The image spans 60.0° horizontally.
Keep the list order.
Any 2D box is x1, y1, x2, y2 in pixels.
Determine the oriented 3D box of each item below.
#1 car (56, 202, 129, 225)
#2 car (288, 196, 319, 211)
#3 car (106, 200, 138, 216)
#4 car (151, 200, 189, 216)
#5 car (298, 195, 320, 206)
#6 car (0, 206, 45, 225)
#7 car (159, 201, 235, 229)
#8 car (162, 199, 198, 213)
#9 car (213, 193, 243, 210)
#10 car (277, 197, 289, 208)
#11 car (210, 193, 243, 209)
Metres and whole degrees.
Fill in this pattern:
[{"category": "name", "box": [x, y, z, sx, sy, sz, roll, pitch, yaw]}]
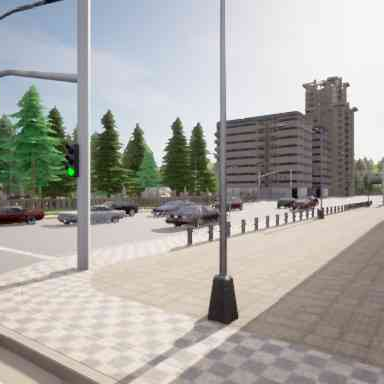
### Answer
[{"category": "car", "box": [-7.103, 1.598, 23.703, 1.895, 1.301, 4.718, 0, 0, 35]}, {"category": "car", "box": [13.749, 1.524, 40.606, 1.812, 1.442, 4.674, 0, 0, 35]}, {"category": "car", "box": [-7.044, 1.475, 29.821, 1.882, 1.535, 5.008, 0, 0, 36]}, {"category": "car", "box": [-1.502, 1.545, 31.563, 2.033, 1.411, 5.357, 0, 0, 36]}, {"category": "car", "box": [19.073, 1.350, 54.097, 2.097, 1.767, 4.553, 0, 0, 35]}, {"category": "car", "box": [-12.527, 1.598, 22.200, 1.895, 1.301, 4.718, 0, 0, 37]}, {"category": "car", "box": [0.489, 1.546, 21.958, 2.033, 1.411, 5.357, 0, 0, 35]}, {"category": "car", "box": [-1.298, 1.561, 37.891, 1.994, 1.385, 4.181, 0, 0, 35]}, {"category": "car", "box": [4.304, 1.349, 39.699, 2.097, 1.767, 4.553, 0, 0, 36]}, {"category": "car", "box": [13.287, 1.504, 45.966, 1.837, 1.490, 4.892, 0, 0, 35]}, {"category": "car", "box": [4.951, 1.218, 46.594, 2.150, 2.045, 5.566, 0, 0, 36]}]
